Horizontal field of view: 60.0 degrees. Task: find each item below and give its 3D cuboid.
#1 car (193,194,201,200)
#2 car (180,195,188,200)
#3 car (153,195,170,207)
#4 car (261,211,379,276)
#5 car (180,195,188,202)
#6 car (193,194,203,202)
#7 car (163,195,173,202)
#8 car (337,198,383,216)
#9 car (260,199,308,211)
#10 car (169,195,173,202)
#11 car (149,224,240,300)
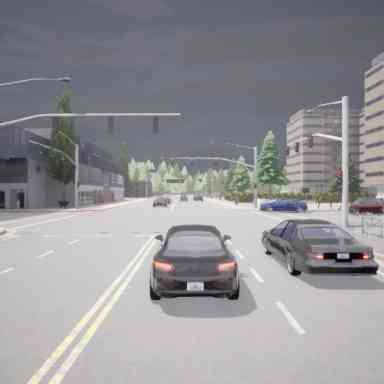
[{"bbox_3d":[1.316,1.390,88.890,1.882,1.535,5.008,0,0,-1],"label":"car"},{"bbox_3d":[-2.183,1.465,88.802,1.994,1.385,4.181,0,0,-1],"label":"car"},{"bbox_3d":[-4.780,1.563,50.292,1.994,1.385,4.181,0,0,-2],"label":"car"},{"bbox_3d":[3.534,1.547,10.304,2.033,1.411,5.357,0,0,0],"label":"car"},{"bbox_3d":[-1.910,1.531,78.167,2.033,1.411,5.357,0,0,-1],"label":"car"},{"bbox_3d":[1.578,1.493,78.659,1.837,1.490,4.892,0,0,-1],"label":"car"},{"bbox_3d":[-5.324,1.476,74.765,1.882,1.535,5.008,0,0,-1],"label":"car"},{"bbox_3d":[16.717,1.351,32.538,4.553,1.767,2.097,0,0,-2],"label":"car"},{"bbox_3d":[9.964,1.477,36.180,5.008,1.535,1.882,0,0,3],"label":"car"},{"bbox_3d":[-5.018,1.560,60.272,1.994,1.385,4.181,0,0,-2],"label":"car"},{"bbox_3d":[0.037,1.526,8.247,1.812,1.442,4.674,0,0,-1],"label":"car"}]
